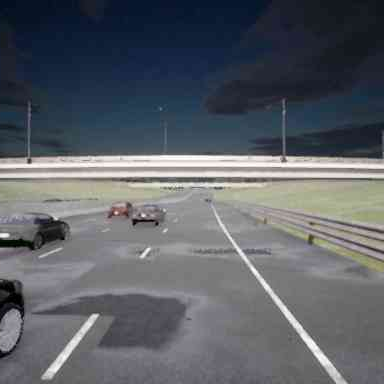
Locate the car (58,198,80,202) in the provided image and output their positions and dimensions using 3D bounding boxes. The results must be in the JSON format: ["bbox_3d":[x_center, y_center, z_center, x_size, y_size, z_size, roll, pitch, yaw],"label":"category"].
[{"bbox_3d":[-19.395,1.785,53.886,1.812,1.442,4.674,0,-1,3],"label":"car"}]

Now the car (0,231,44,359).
[{"bbox_3d":[-3.403,1.469,2.930,1.882,1.535,5.008,0,0,0],"label":"car"}]

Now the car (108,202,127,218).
[{"bbox_3d":[-6.285,1.602,30.363,1.812,1.442,4.674,0,0,2],"label":"car"}]

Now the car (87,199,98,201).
[{"bbox_3d":[-15.902,1.823,53.665,1.994,1.385,4.181,0,-1,3],"label":"car"}]

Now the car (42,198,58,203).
[{"bbox_3d":[-22.855,1.769,54.628,1.837,1.490,4.892,0,0,3],"label":"car"}]

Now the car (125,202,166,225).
[{"bbox_3d":[-3.042,1.584,24.044,2.033,1.411,5.357,0,0,2],"label":"car"}]

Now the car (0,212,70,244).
[{"bbox_3d":[-6.803,1.555,14.138,1.994,1.385,4.181,0,0,1],"label":"car"}]
